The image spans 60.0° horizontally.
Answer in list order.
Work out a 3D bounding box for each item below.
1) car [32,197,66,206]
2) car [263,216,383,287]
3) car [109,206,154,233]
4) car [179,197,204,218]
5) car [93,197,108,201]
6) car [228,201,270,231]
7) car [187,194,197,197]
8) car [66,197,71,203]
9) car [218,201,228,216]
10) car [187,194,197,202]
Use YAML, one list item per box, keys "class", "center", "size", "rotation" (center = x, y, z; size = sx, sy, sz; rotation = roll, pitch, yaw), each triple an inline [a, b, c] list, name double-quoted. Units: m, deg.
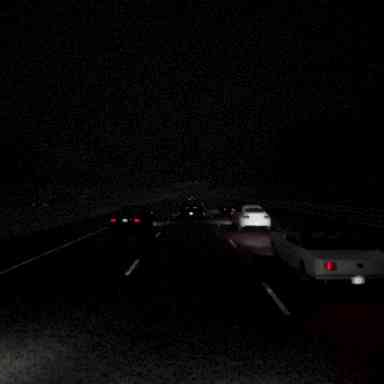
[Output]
- class: "car"
  center: [-17.595, 1.401, 40.564]
  size: [1.882, 1.535, 5.008]
  rotation: [0, 0, 0]
- class: "car"
  center: [3.497, 1.575, 9.212]
  size: [1.895, 1.301, 4.718]
  rotation: [0, 0, 0]
- class: "car"
  center: [-3.405, 1.499, 19.414]
  size: [2.033, 1.411, 5.357]
  rotation: [0, 0, 0]
- class: "car"
  center: [-0.049, 1.441, 29.142]
  size: [1.837, 1.490, 4.892]
  rotation: [0, 0, 0]
- class: "car"
  center: [-14.042, 1.464, 51.554]
  size: [2.033, 1.411, 5.357]
  rotation: [0, 0, 1]
- class: "car"
  center: [3.495, 1.475, 20.184]
  size: [1.812, 1.442, 4.674]
  rotation: [0, 0, 0]
- class: "car"
  center: [0.084, 1.401, 57.460]
  size: [2.128, 1.511, 4.902]
  rotation: [0, 0, 0]
- class: "car"
  center: [-21.025, 1.462, 53.220]
  size: [2.033, 1.411, 5.357]
  rotation: [0, 0, 0]
- class: "car"
  center: [3.493, 1.533, 31.217]
  size: [1.895, 1.301, 4.718]
  rotation: [0, 0, 0]
- class: "car"
  center: [-0.016, 1.246, 74.099]
  size: [2.097, 1.767, 4.553]
  rotation: [0, 0, 0]
